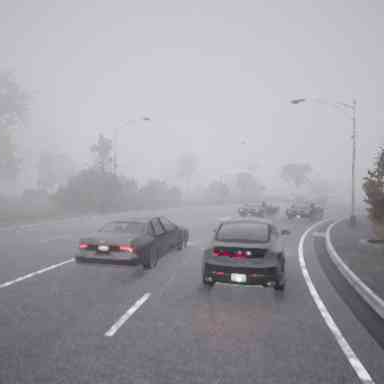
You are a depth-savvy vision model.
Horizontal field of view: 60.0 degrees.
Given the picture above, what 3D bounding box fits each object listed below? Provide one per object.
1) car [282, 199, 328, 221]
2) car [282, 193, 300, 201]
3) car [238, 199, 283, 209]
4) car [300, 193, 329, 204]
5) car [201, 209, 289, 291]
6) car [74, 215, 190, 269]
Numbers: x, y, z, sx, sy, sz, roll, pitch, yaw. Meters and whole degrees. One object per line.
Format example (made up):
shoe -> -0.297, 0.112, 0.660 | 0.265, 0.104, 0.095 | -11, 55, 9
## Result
car -> 8.824, 1.456, 25.669 | 1.895, 1.301, 4.718 | 1, 1, 33
car -> 15.037, 0.932, 49.121 | 4.553, 1.767, 2.097 | -1, 2, -45
car -> 5.510, 1.403, 26.949 | 1.895, 1.301, 4.718 | 1, 1, 32
car -> 17.496, 1.161, 46.646 | 4.892, 1.490, 1.837 | 0, 1, -45
car -> 1.534, 1.444, 9.007 | 1.837, 1.490, 4.892 | 0, 1, 14
car -> -1.601, 1.454, 10.880 | 2.033, 1.411, 5.357 | 0, 1, 15
